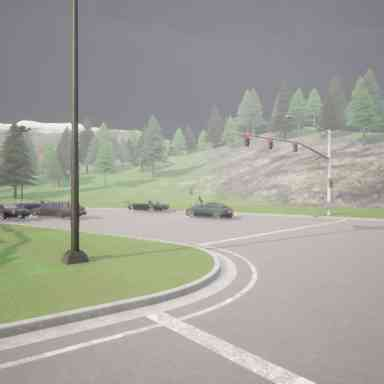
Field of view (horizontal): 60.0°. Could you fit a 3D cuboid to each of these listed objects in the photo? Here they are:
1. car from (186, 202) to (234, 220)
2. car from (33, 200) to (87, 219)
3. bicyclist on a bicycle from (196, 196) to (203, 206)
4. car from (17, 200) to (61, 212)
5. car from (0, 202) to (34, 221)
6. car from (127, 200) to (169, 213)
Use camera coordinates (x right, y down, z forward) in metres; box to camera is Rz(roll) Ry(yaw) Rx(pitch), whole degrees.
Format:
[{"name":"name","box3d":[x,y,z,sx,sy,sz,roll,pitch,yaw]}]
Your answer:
[{"name":"car","box3d":[1.492,1.564,28.621,4.181,1.385,1.994,0,0,37]},{"name":"car","box3d":[-11.638,1.547,29.060,5.357,1.411,2.033,0,0,30]},{"name":"bicyclist on a bicycle","box3d":[0.929,1.302,38.432,0.582,1.620,1.656,0,0,34]},{"name":"car","box3d":[-18.167,1.601,39.548,4.718,1.301,1.895,0,0,17]},{"name":"car","box3d":[-15.502,1.601,27.107,4.718,1.301,1.895,0,0,27]},{"name":"car","box3d":[-5.013,1.601,37.429,4.718,1.301,1.895,0,0,33]}]
